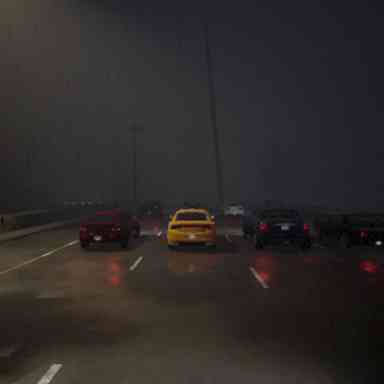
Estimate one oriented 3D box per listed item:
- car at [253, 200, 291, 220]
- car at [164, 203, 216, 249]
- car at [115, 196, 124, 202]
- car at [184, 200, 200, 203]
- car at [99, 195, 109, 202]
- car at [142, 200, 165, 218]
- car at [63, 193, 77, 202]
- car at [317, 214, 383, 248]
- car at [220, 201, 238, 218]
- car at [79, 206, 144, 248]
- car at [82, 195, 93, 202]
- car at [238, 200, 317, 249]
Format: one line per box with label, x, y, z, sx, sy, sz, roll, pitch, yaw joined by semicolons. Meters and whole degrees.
car;7.000;1.495;29.650;2.128;1.511;4.902;0;0;0
car;0.000;1.485;14.650;1.882;1.535;5.008;0;0;0
car;-16.211;1.498;74.796;2.033;1.411;5.357;0;0;-10
car;0.000;1.495;29.650;2.128;1.511;4.902;0;0;0
car;-19.643;1.442;74.110;1.882;1.535;5.008;0;0;-10
car;-3.500;1.495;29.650;2.128;1.511;4.902;0;0;0
car;-26.502;1.200;72.708;2.150;2.045;5.566;0;0;-10
car;7.000;1.616;14.680;1.895;1.301;4.718;0;0;0
car;3.500;1.533;29.650;1.812;1.442;4.674;0;0;0
car;-3.500;1.533;14.650;1.812;1.442;4.674;0;0;0
car;-23.075;1.470;73.424;1.837;1.490;4.892;0;0;-10
car;3.500;1.366;14.620;2.097;1.767;4.553;0;0;0
